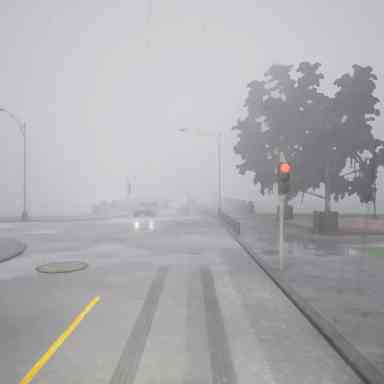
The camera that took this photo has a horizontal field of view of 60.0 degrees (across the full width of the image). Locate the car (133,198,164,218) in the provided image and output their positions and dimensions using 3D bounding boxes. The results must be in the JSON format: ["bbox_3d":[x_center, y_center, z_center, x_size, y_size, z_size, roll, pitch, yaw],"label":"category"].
[{"bbox_3d":[-4.093,1.547,30.326,2.033,1.411,5.357,0,0,0],"label":"car"}]

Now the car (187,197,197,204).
[{"bbox_3d":[0.016,1.547,61.723,2.033,1.411,5.357,0,0,0],"label":"car"}]

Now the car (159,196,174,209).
[{"bbox_3d":[-4.086,1.491,45.957,2.128,1.511,4.902,0,0,0],"label":"car"}]

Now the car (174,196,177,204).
[{"bbox_3d":[-4.014,1.477,65.844,1.882,1.535,5.008,0,0,1],"label":"car"}]
